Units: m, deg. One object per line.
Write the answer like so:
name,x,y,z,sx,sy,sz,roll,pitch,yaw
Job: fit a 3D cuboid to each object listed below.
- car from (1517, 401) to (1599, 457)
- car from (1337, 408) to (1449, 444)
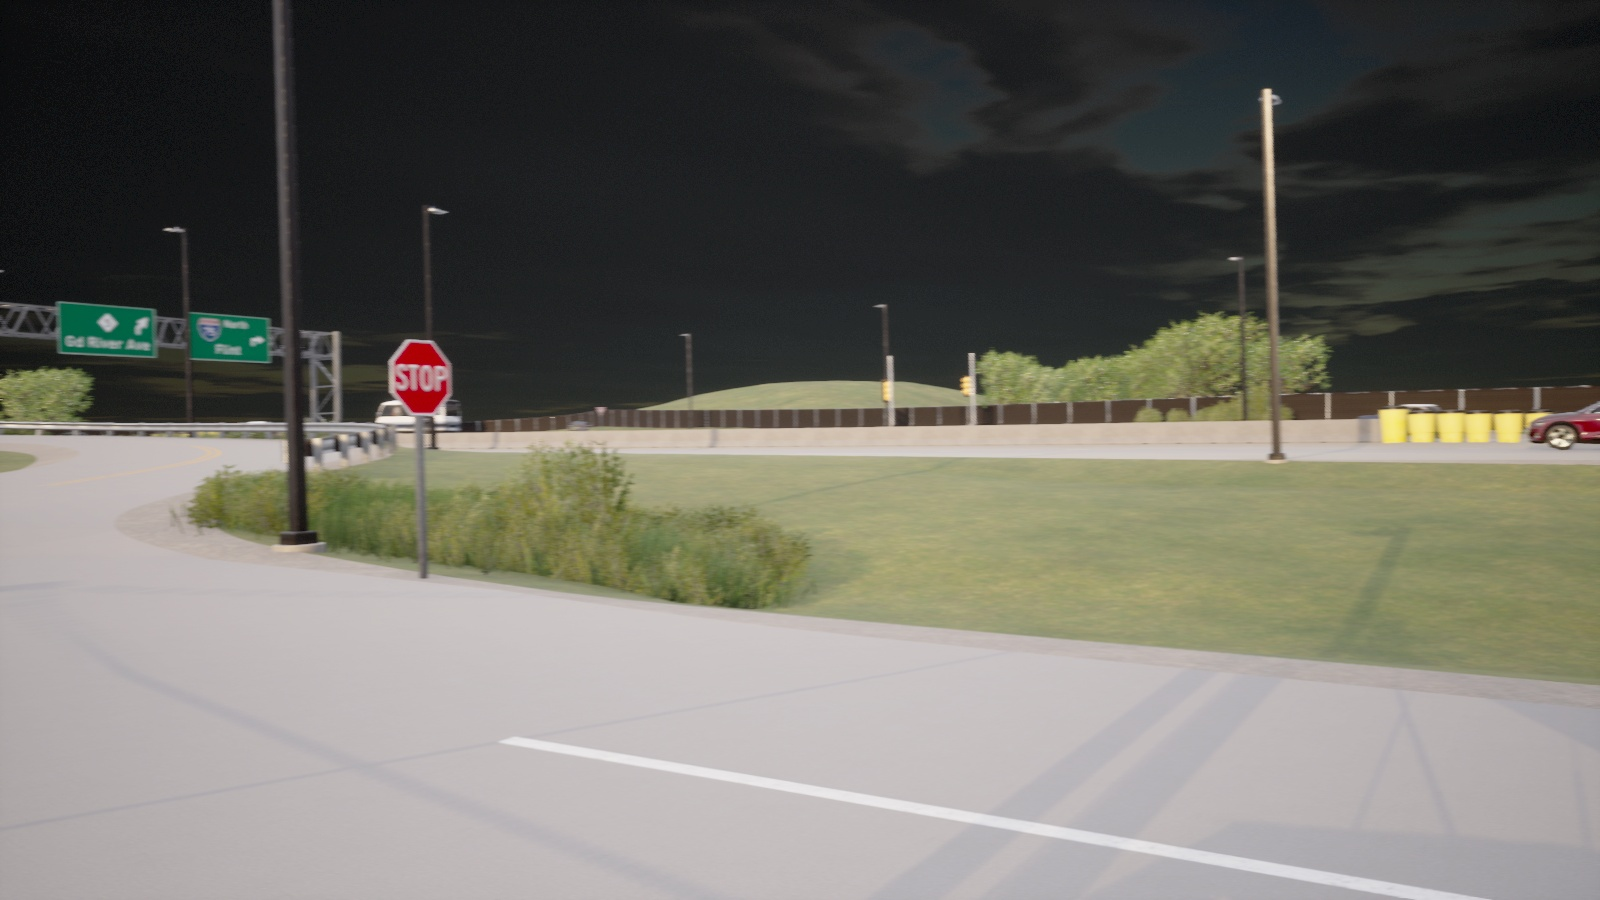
car,24.520,-0.643,37.985,4.856,1.649,2.033,0,1,31
car,25.161,-1.032,53.387,1.970,1.475,3.806,-1,2,-37
